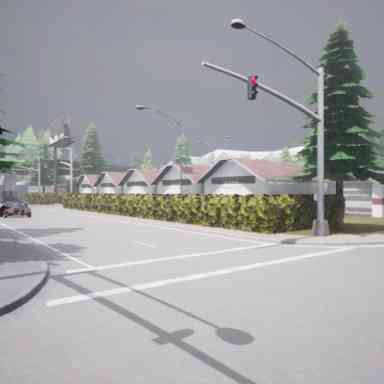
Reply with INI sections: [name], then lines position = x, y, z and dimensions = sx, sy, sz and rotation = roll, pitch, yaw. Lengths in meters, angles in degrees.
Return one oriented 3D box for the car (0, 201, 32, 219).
[car]
position = -15.455, 1.511, 29.112
dimensions = 1.994, 1.385, 4.181
rotation = 0, 0, -37
